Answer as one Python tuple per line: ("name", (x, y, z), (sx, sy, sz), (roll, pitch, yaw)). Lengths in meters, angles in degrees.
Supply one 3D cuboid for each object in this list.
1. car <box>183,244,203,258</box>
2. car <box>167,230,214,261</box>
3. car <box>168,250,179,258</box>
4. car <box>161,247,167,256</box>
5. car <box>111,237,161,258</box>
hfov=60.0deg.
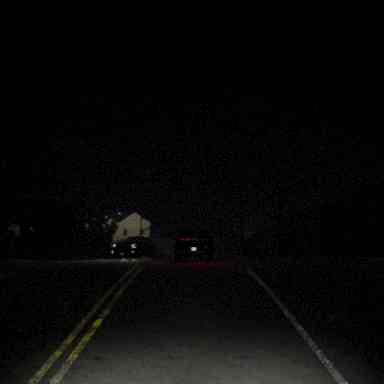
("car", (0.098, 6.354, 35.415), (1.994, 1.385, 4.181), (0, -11, 0))
("car", (0.082, 2.756, 17.233), (2.128, 1.511, 4.902), (-1, -10, 0))
("car", (-3.504, 11.830, 63.339), (1.812, 1.442, 4.674), (0, -11, 0))
("car", (-3.587, 7.928, 43.615), (1.812, 1.442, 4.674), (0, -11, 0))
("car", (-4.416, 4.259, 25.863), (2.097, 1.767, 4.553), (-3, -12, 15))
